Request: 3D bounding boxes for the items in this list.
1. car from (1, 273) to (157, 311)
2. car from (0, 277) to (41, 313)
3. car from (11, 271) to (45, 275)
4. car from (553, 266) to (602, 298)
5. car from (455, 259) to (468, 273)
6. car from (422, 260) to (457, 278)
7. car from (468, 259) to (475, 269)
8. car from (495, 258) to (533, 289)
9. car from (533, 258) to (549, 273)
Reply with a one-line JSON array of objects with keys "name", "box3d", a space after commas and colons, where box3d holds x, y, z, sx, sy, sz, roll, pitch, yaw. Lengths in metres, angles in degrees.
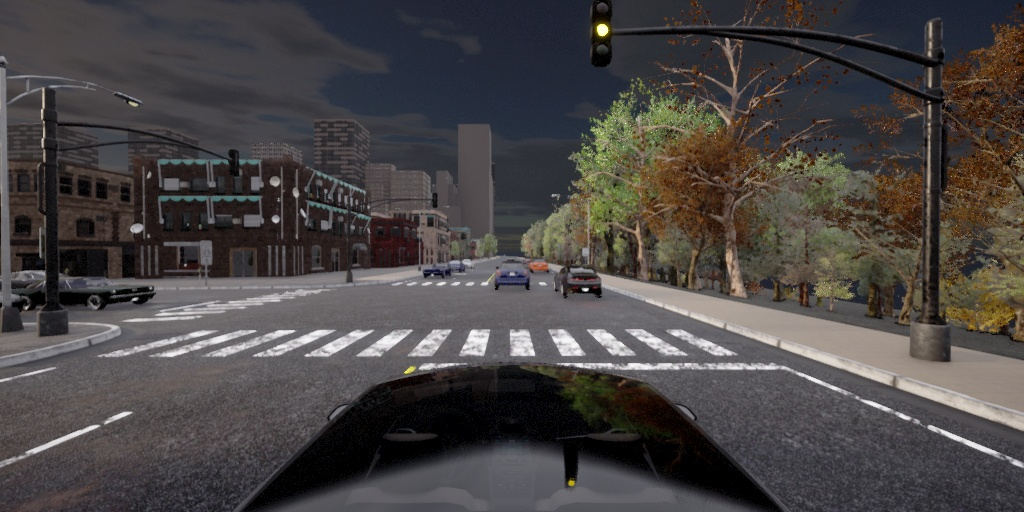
[{"name": "car", "box3d": [-18.148, 1.546, 15.203, 4.718, 1.301, 1.895, -1, 1, 1]}, {"name": "car", "box3d": [-19.994, 1.561, 12.529, 4.313, 1.339, 1.948, 0, 0, 0]}, {"name": "car", "box3d": [-28.365, 1.552, 21.004, 4.403, 1.370, 2.007, 0, 0, 0]}, {"name": "car", "box3d": [3.277, 1.244, 18.431, 1.837, 1.490, 4.892, 0, 0, 0]}, {"name": "car", "box3d": [-6.771, 1.246, 43.075, 1.812, 1.442, 4.674, 0, 0, 0]}, {"name": "car", "box3d": [-6.729, 1.330, 32.904, 1.895, 1.301, 4.718, 0, 0, 2]}, {"name": "car", "box3d": [-6.804, 1.238, 53.998, 1.812, 1.442, 4.674, 0, 0, 0]}, {"name": "car", "box3d": [0.006, 1.089, 22.991, 2.097, 1.767, 4.553, 0, 0, 0]}, {"name": "car", "box3d": [3.166, 1.073, 43.108, 2.097, 1.767, 4.553, 0, 0, 0]}]
